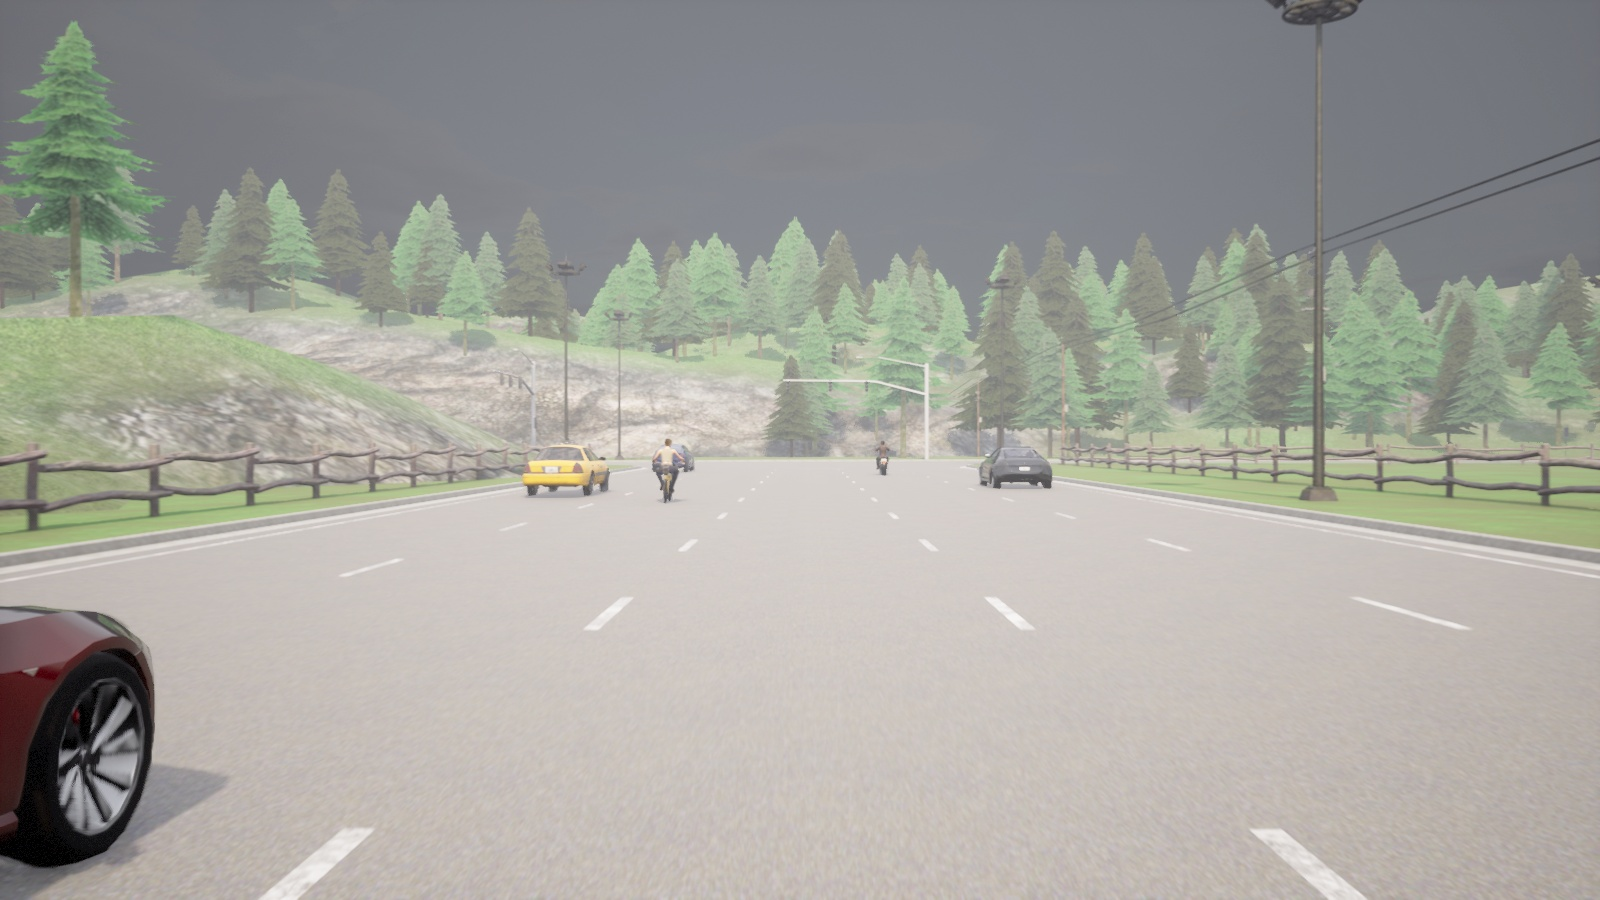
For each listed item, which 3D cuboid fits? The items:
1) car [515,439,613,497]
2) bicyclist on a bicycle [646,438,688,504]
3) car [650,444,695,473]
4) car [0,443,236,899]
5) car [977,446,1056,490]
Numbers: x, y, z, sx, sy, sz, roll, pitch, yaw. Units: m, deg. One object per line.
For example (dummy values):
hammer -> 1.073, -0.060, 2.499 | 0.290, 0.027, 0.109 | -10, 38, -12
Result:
car -> -6.777, 0.474, 36.628 | 1.801, 1.575, 5.366 | 0, 0, 0
bicyclist on a bicycle -> -3.311, 0.504, 31.426 | 0.866, 1.612, 1.509 | 0, 0, 1
car -> -6.614, 0.398, 65.533 | 1.812, 1.442, 4.674 | 0, 0, 0
car -> -3.468, 0.727, 2.894 | 2.163, 1.488, 4.792 | 0, 0, 0
car -> 7.256, 0.577, 42.452 | 1.994, 1.385, 4.181 | 0, 0, 0
